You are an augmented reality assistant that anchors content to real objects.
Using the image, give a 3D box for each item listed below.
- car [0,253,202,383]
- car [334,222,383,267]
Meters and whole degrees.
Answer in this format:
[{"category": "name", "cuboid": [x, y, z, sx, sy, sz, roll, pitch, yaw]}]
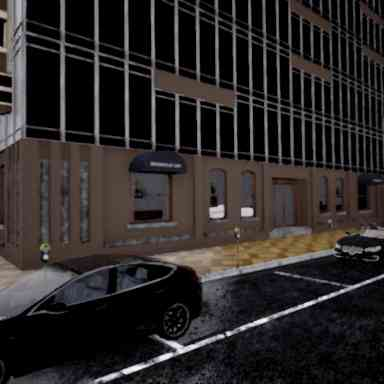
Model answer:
[{"category": "car", "cuboid": [-1.761, 1.738, 5.250, 4.313, 1.339, 1.947, 1, -2, -39]}, {"category": "car", "cuboid": [6.976, 1.820, 12.410, 4.403, 1.369, 2.008, 1, -2, -39]}]
